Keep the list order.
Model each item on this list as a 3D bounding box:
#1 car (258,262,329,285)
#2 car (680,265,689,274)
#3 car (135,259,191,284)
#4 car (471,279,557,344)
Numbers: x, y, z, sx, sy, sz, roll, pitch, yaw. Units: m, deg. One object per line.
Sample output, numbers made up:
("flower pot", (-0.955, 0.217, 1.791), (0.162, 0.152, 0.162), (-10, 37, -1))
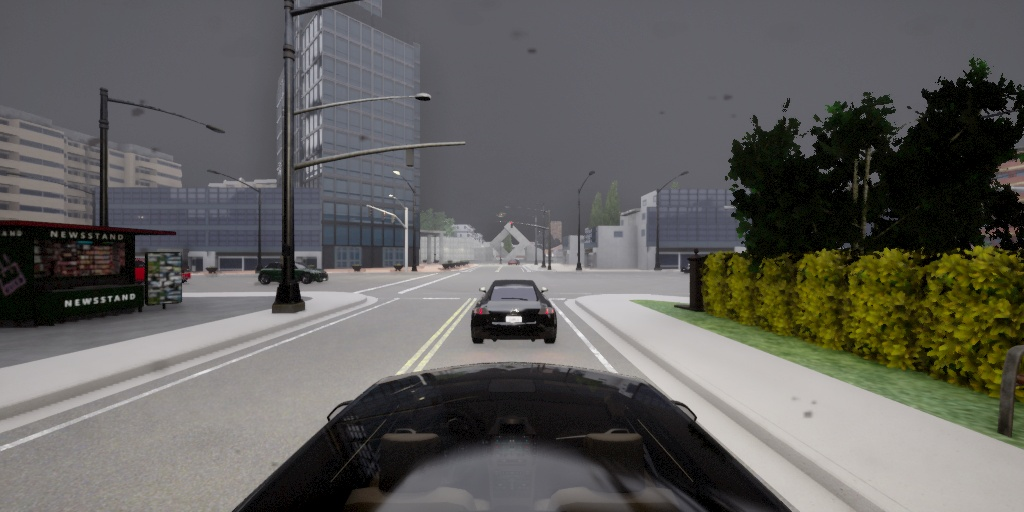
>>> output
("car", (-16.494, 1.210, 27.224), (4.553, 1.767, 2.097), (-1, 0, -1))
("car", (20.347, 1.266, 38.369), (4.181, 1.385, 1.994), (0, 0, -2))
("car", (-27.669, 1.215, 27.088), (5.566, 2.045, 2.150), (-1, 0, -1))
("car", (0.045, 1.314, 9.637), (1.994, 1.385, 4.181), (0, 0, 0))
